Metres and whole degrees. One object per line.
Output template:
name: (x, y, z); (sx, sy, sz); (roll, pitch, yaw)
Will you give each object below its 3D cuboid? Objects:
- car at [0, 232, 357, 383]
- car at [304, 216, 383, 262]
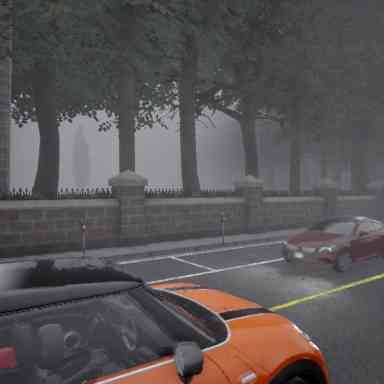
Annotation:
car: (-0.941, 1.352, 2.639); (4.553, 1.767, 2.097); (0, 0, -35)
car: (4.921, 1.523, 10.751); (4.674, 1.442, 1.812); (0, 0, -35)
